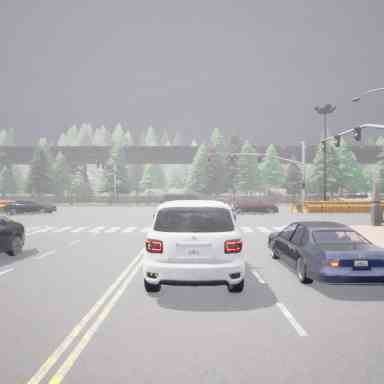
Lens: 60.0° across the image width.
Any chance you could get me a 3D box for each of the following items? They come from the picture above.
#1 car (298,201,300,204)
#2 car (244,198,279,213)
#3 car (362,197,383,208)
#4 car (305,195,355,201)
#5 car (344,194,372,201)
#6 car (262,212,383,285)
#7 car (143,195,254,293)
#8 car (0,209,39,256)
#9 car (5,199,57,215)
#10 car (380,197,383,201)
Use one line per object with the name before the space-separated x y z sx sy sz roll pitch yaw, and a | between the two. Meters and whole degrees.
car | 17.834 1.477 47.728 5.008 1.535 1.882 0 0 0
car | 6.396 1.352 33.592 4.553 1.767 2.097 0 0 0
car | 27.327 1.505 47.680 4.892 1.490 1.837 0 0 0
car | 16.677 1.491 40.734 4.902 1.511 2.128 0 0 0
car | 21.120 1.221 44.210 5.566 2.045 2.150 0 0 0
car | 3.577 1.547 9.506 2.033 1.411 5.357 0 0 0
car | 0.068 1.221 9.018 2.150 2.045 5.566 0 0 1
car | -7.038 1.491 10.268 2.128 1.511 4.902 0 0 1
car | -16.241 1.505 33.721 4.892 1.490 1.837 0 0 0
car | 26.180 1.477 40.687 5.008 1.535 1.882 0 0 0
